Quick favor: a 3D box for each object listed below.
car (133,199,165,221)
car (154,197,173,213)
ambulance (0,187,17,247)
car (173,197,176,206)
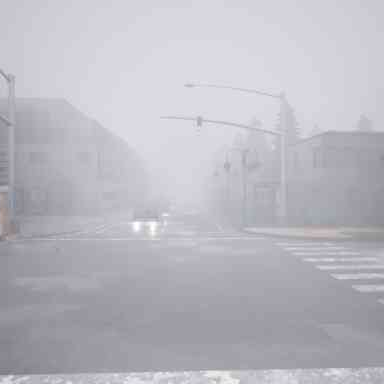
[{"bbox_3d":[-3.598,1.564,27.335,1.994,1.385,4.181,0,0,0],"label":"car"},{"bbox_3d":[-3.595,1.353,37.258,2.097,1.767,4.553,0,0,0],"label":"car"},{"bbox_3d":[-9.717,1.046,11.319,6.366,2.431,2.351,0,0,-3],"label":"ambulance"},{"bbox_3d":[-3.553,1.547,54.463,2.033,1.411,5.357,0,0,1],"label":"car"}]
